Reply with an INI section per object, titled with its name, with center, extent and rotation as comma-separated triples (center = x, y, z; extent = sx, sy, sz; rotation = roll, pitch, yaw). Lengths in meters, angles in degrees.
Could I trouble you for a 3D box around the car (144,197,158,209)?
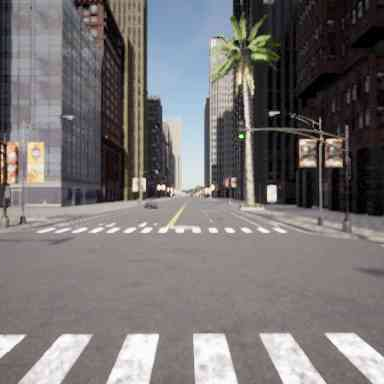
[car]
center = -6.496, 2.023, 53.135
extent = 2.033, 1.411, 5.357
rotation = 0, 0, 0
